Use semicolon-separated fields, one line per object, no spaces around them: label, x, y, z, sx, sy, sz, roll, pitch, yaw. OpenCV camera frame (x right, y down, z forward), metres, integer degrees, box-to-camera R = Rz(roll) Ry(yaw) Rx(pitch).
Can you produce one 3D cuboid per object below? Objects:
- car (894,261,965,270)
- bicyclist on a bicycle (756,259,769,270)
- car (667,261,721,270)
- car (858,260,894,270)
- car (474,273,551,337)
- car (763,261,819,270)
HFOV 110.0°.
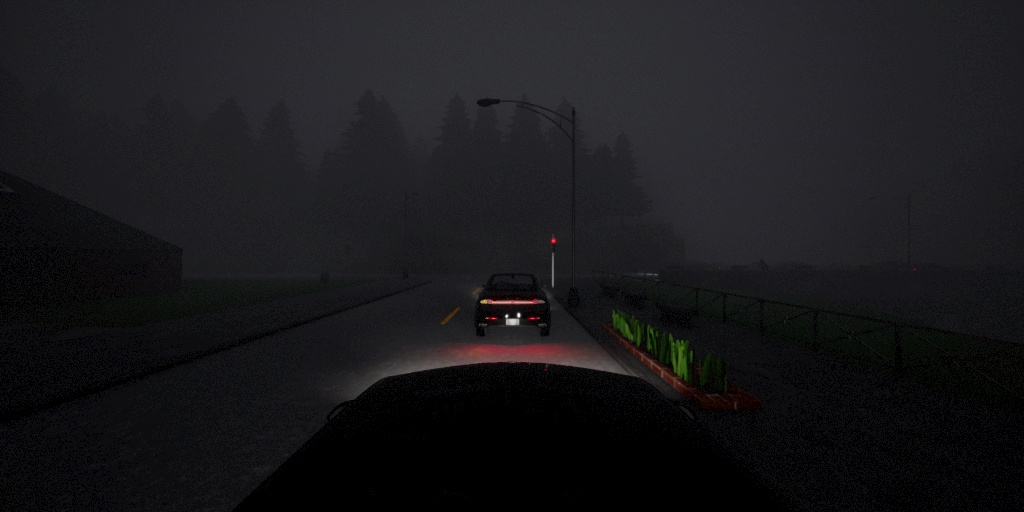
car;40.455;1.350;34.598;4.718;1.301;1.895;0;0;0
bicyclist on a bicycle;21.215;1.098;30.347;0.582;1.620;1.656;0;0;0
car;19.570;1.297;38.749;5.357;1.411;2.033;0;0;0
car;40.337;1.227;38.676;5.008;1.535;1.882;0;0;0
car;0.021;1.241;10.328;2.128;1.511;4.902;0;0;0
car;29.869;1.297;38.723;5.357;1.411;2.033;0;0;0
